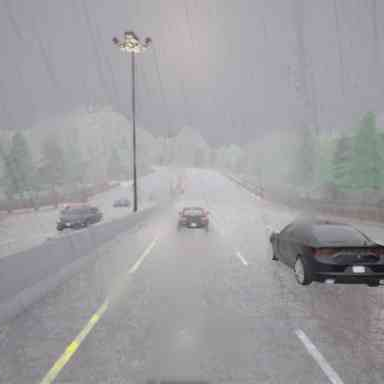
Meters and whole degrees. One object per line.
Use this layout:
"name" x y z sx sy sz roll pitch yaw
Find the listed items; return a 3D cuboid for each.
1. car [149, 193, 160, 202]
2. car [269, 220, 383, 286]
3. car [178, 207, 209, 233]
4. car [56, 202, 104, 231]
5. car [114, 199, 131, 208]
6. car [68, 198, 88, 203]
"car" -7.032 0.994 62.706 1.837 1.490 4.892 0 4 0
"car" 3.597 1.542 9.649 1.882 1.535 5.008 0 -1 0
"car" 0.093 1.650 20.548 1.812 1.442 4.674 0 -1 0
"car" -7.095 1.635 21.503 1.837 1.490 4.892 0 -1 0
"car" -10.566 1.693 50.620 1.994 1.385 4.181 0 2 1
"car" -14.082 1.586 40.998 2.097 1.767 4.553 0 0 0
